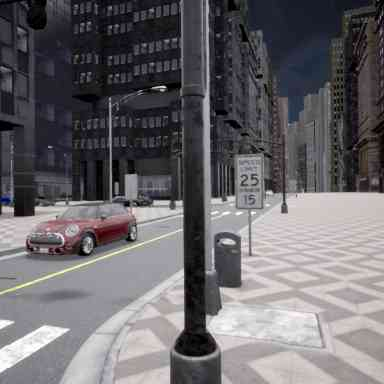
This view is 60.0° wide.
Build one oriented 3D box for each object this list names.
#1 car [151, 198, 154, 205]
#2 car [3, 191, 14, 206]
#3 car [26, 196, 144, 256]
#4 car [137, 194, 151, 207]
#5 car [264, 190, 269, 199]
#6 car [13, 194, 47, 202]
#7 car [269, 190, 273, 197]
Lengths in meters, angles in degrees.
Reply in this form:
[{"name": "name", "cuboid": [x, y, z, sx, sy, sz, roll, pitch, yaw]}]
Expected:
[{"name": "car", "cuboid": [-6.962, 1.076, 39.646, 4.892, 1.490, 1.837, -1, 0, 20]}, {"name": "car", "cuboid": [-25.101, 0.964, 45.987, 5.566, 2.045, 2.150, -1, -1, 19]}, {"name": "car", "cuboid": [-3.918, 1.209, 12.530, 2.097, 1.767, 4.553, -1, 1, 19]}, {"name": "car", "cuboid": [-7.281, 1.154, 36.496, 4.718, 1.301, 1.895, -1, 0, 19]}, {"name": "car", "cuboid": [11.933, 0.531, 59.074, 2.128, 1.511, 4.902, -1, 1, 19]}, {"name": "car", "cuboid": [-18.892, 1.171, 40.478, 4.892, 1.490, 1.837, 0, 0, 19]}, {"name": "car", "cuboid": [16.864, 0.352, 73.346, 1.812, 1.442, 4.674, -1, 1, 19]}]
